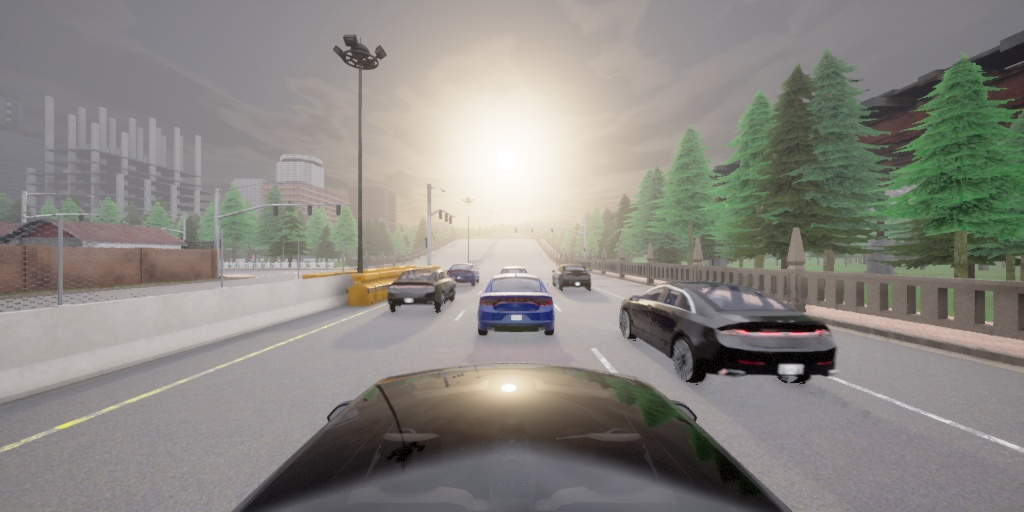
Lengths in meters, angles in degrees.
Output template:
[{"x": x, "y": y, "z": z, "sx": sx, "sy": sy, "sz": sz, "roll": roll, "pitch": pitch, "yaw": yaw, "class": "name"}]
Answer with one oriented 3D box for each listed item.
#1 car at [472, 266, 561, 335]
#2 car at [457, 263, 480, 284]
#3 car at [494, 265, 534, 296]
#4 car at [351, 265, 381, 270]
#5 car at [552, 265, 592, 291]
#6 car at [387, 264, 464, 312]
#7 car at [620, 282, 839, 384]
[{"x": 0.100, "y": 1.228, "z": 10.497, "sx": 1.882, "sy": 1.535, "sz": 5.008, "roll": 0, "pitch": 0, "yaw": 0, "class": "car"}, {"x": -3.393, "y": 1.228, "z": 25.334, "sx": 1.882, "sy": 1.535, "sz": 5.008, "roll": 0, "pitch": 0, "yaw": 0, "class": "car"}, {"x": 0.106, "y": 1.297, "z": 20.568, "sx": 2.033, "sy": 1.411, "sz": 5.357, "roll": 0, "pitch": 0, "yaw": 0, "class": "car"}, {"x": -10.533, "y": 1.315, "z": 26.001, "sx": 1.994, "sy": 1.385, "sz": 4.181, "roll": 0, "pitch": 0, "yaw": 1, "class": "car"}, {"x": 3.606, "y": 1.256, "z": 22.108, "sx": 1.837, "sy": 1.490, "sz": 4.892, "roll": 0, "pitch": 0, "yaw": 0, "class": "car"}, {"x": -3.396, "y": 1.242, "z": 14.250, "sx": 2.128, "sy": 1.511, "sz": 4.902, "roll": 0, "pitch": 0, "yaw": 0, "class": "car"}, {"x": 3.601, "y": 1.242, "z": 7.049, "sx": 2.128, "sy": 1.511, "sz": 4.902, "roll": 0, "pitch": 0, "yaw": 0, "class": "car"}]
